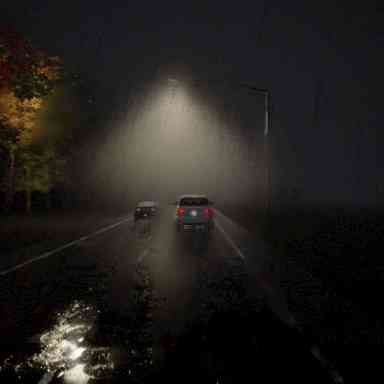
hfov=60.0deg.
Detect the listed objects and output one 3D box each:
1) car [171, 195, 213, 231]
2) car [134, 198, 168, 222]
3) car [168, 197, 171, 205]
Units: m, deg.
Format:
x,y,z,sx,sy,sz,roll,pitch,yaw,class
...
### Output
x,y,z,sx,sy,sz,roll,pitch,yaw,class
0.111,1.222,20.581,2.150,2.045,5.566,0,0,0,car
-3.385,1.492,26.547,2.128,1.511,4.902,0,0,0,car
-3.372,1.557,55.871,1.994,1.385,4.181,0,0,0,car
